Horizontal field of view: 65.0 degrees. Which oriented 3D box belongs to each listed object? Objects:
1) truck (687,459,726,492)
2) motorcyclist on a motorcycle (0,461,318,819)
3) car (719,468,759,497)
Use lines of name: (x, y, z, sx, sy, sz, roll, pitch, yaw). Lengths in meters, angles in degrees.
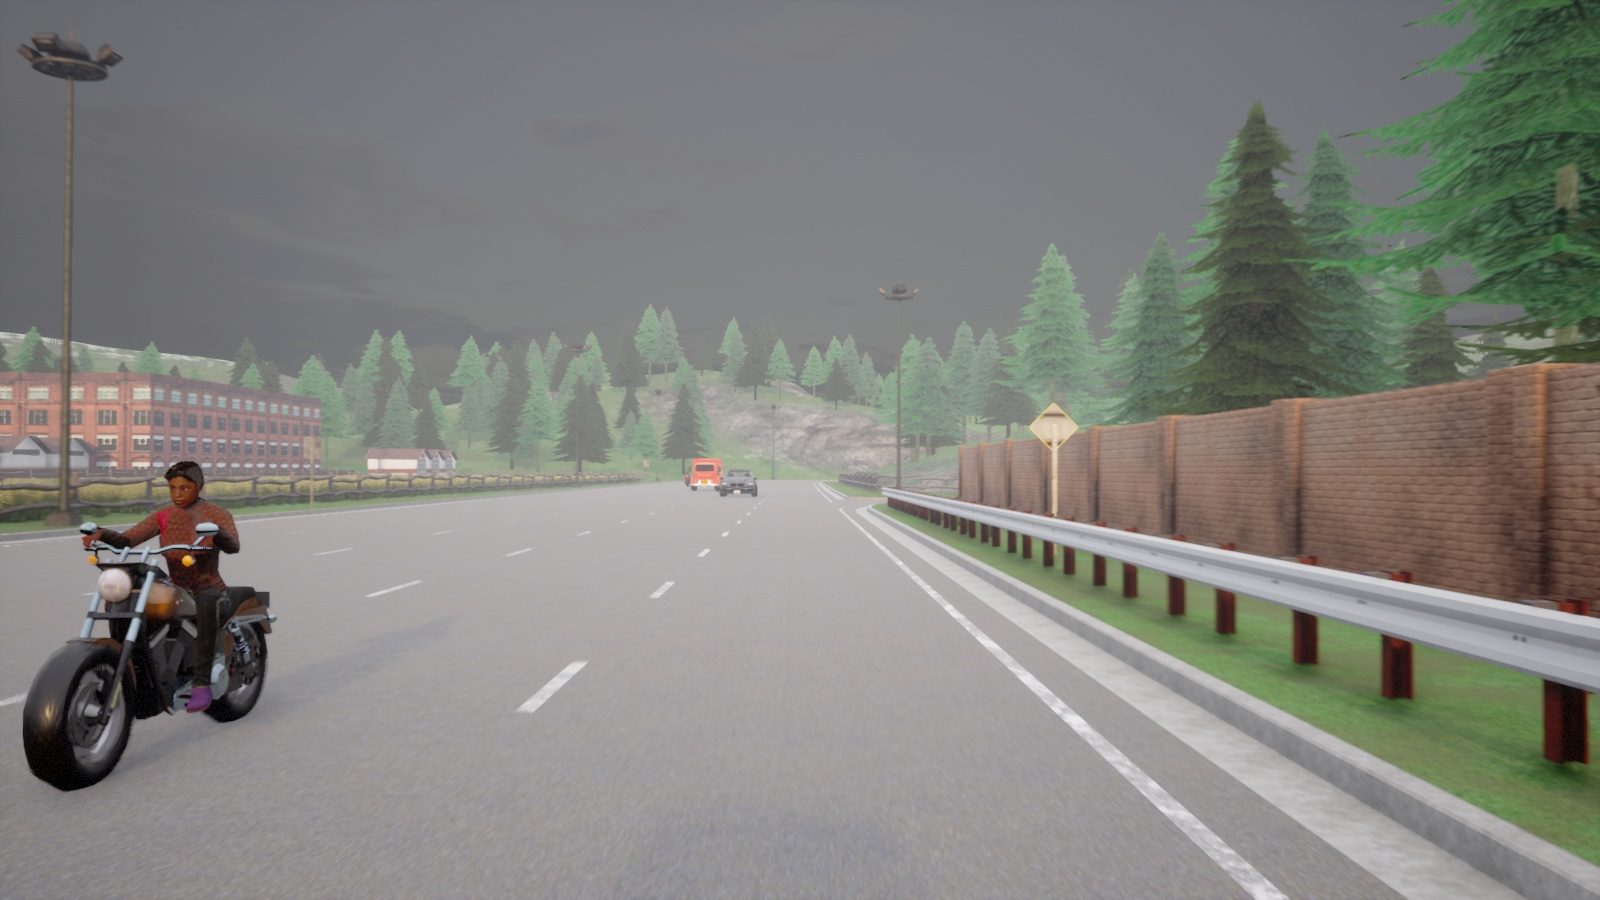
truck: (-7.210, 1.986, 97.790, 2.627, 2.467, 5.204, 0, -1, 0)
motorcyclist on a motorcycle: (-3.516, 0.895, 6.983, 0.766, 1.649, 2.350, 0, -1, 0)
car: (-3.670, 1.947, 76.390, 2.242, 1.667, 4.611, 0, -1, 0)
